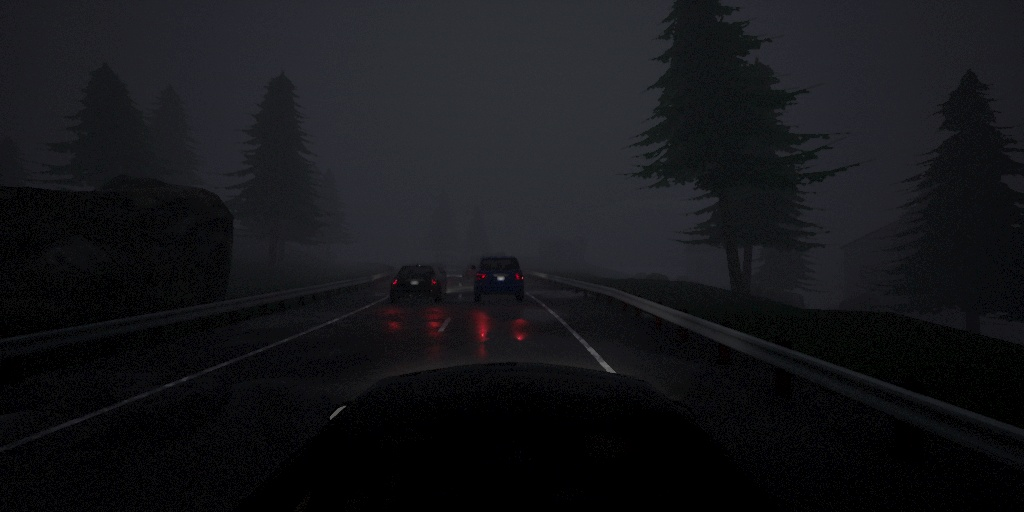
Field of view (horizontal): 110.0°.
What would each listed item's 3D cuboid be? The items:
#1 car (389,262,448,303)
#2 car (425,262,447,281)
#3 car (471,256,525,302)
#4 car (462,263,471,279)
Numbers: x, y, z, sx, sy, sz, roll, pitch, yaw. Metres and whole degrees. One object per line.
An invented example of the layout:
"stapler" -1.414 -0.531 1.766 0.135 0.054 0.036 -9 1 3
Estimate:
"car" -4.213 1.116 16.760 2.097 1.767 4.553 0 0 -6
"car" -6.805 1.283 31.780 1.812 1.442 4.674 0 0 -13
"car" -0.739 1.008 17.196 2.150 2.045 5.566 0 0 -6
"car" -3.401 1.322 32.593 1.994 1.385 4.181 0 0 -13
